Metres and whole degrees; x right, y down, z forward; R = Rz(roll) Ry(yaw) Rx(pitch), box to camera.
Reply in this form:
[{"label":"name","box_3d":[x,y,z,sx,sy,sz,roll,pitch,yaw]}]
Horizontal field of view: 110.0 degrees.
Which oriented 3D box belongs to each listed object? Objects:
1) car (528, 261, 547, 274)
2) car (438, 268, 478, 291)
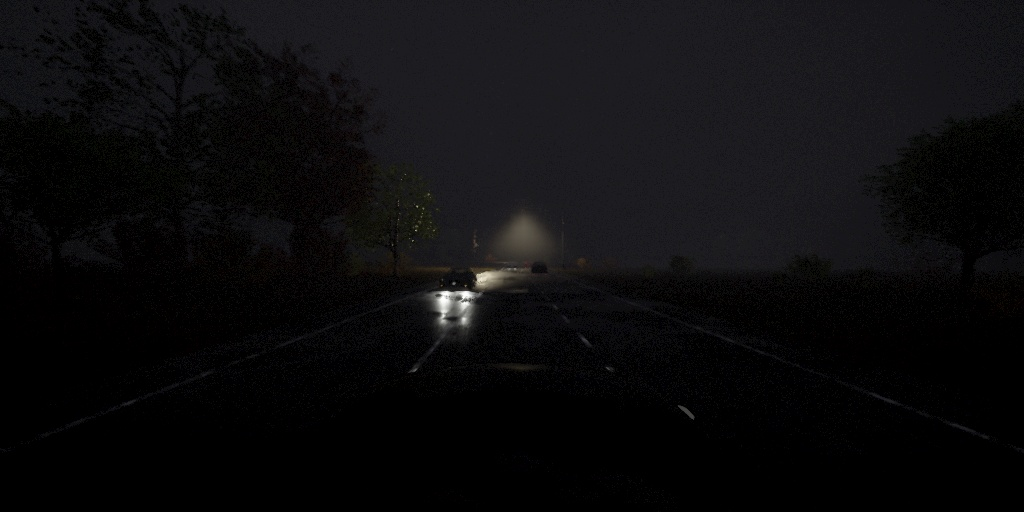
[{"label":"car","box_3d":[3.506,1.484,46.898,1.882,1.535,5.008,0,0,0]},{"label":"car","box_3d":[-3.375,1.436,23.031,1.994,1.385,4.181,0,0,1]}]
